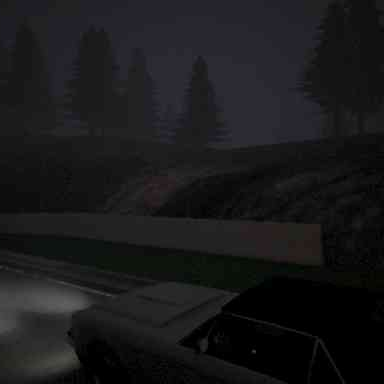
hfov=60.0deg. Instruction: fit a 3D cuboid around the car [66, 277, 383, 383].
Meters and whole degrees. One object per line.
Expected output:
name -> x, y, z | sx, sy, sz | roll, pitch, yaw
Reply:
car -> 0.787, 1.619, 3.415 | 4.718, 1.301, 1.895 | -1, -1, 36
